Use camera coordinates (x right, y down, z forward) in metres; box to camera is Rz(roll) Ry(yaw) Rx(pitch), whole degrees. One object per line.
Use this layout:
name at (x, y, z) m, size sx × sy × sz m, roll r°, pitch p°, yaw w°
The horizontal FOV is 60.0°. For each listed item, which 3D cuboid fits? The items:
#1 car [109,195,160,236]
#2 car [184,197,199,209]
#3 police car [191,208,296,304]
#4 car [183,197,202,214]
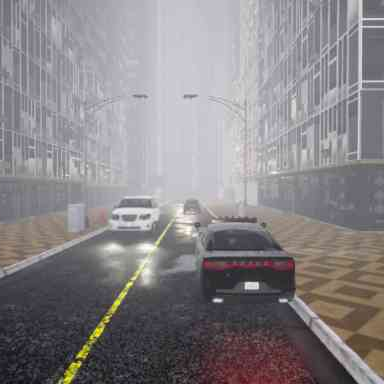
car at (-3.034, 1.222, 18.693) m, size 2.150 × 2.045 × 5.566 m, roll 0°, pitch 0°, yaw 0°
car at (-0.057, 1.493, 46.555) m, size 1.882 × 1.535 × 5.008 m, roll 0°, pitch 0°, yaw 0°
police car at (1.035, 1.425, 8.358) m, size 1.930 × 1.638 × 5.238 m, roll 0°, pitch 0°, yaw 0°
car at (0.008, 1.513, 36.215) m, size 1.837 × 1.490 × 4.892 m, roll 0°, pitch 0°, yaw 0°
